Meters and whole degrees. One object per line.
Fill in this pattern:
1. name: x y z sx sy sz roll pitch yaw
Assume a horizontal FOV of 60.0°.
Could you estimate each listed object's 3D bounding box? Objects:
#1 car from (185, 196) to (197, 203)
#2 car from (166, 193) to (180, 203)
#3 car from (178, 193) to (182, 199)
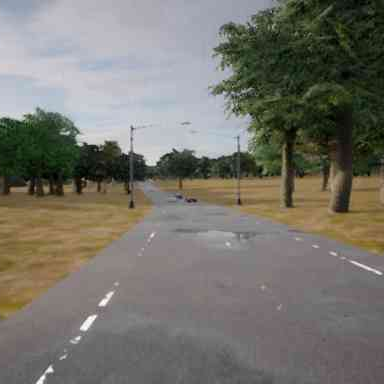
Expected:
1. car: -0.316 1.352 62.694 1.895 1.301 4.718 0 1 -7
2. car: -3.825 1.363 61.609 1.895 1.301 4.718 0 0 -6
3. car: -3.831 0.955 85.705 1.882 1.535 5.008 0 1 -10
